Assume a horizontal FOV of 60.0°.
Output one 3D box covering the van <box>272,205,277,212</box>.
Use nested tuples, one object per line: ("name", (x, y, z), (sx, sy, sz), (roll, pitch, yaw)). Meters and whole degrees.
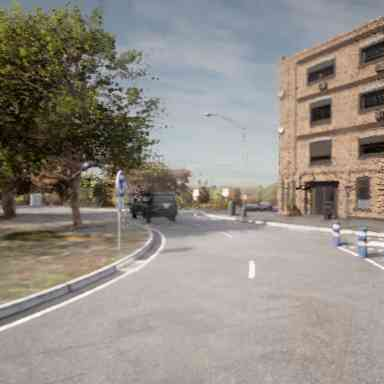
("van", (14.712, 3.019, 65.227), (1.878, 1.987, 4.442), (0, -3, 25))

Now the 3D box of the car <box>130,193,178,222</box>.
("car", (-2.934, 1.080, 24.921), (2.150, 2.045, 5.566), (0, 0, -27))

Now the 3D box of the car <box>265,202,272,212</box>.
("car", (12.373, 2.955, 60.119), (2.163, 1.488, 4.792), (0, -3, 25))

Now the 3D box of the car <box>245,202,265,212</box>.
("car", (10.103, 2.652, 55.123), (2.002, 1.452, 4.674), (2, -2, 25))
